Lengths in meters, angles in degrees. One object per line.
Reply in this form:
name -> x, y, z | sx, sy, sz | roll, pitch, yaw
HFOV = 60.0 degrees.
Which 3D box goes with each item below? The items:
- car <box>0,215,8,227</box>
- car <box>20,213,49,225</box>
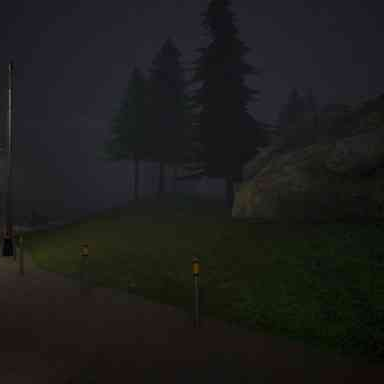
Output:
car -> -20.161, 2.925, 33.707 | 1.812, 1.442, 4.674 | 1, -4, -8
car -> -20.759, 3.563, 44.133 | 2.128, 1.511, 4.902 | 1, -4, 3
